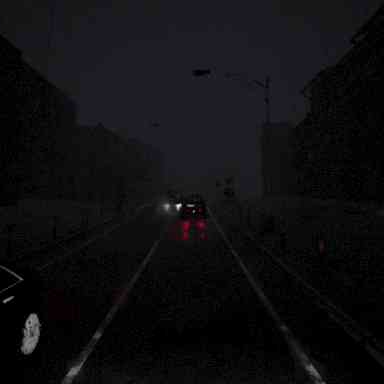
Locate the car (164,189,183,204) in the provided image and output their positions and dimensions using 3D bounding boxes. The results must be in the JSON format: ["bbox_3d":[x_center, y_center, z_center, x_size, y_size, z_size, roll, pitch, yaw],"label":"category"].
[{"bbox_3d":[-2.399,0.563,45.506,2.150,2.045,5.566,-1,0,5],"label":"car"}]

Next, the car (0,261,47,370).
[{"bbox_3d":[-3.102,1.546,3.150,1.837,1.490,4.892,0,0,0],"label":"car"}]

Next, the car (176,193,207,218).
[{"bbox_3d":[0.137,1.090,25.772,2.128,1.511,4.902,0,2,0],"label":"car"}]

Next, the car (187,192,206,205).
[{"bbox_3d":[0.635,0.807,42.854,2.128,1.511,4.902,-1,0,4],"label":"car"}]
